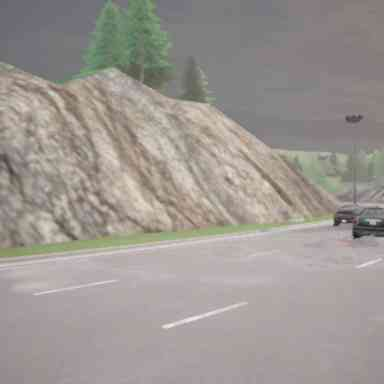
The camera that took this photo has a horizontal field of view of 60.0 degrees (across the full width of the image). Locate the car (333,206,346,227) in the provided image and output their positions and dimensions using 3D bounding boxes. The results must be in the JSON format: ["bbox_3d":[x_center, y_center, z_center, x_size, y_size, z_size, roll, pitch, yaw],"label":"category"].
[{"bbox_3d":[11.847,1.733,24.164,1.837,1.490,4.892,0,-1,42],"label":"car"}]

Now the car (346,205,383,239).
[{"bbox_3d":[10.150,1.510,17.383,4.553,1.767,2.097,0,-1,-45],"label":"car"}]
